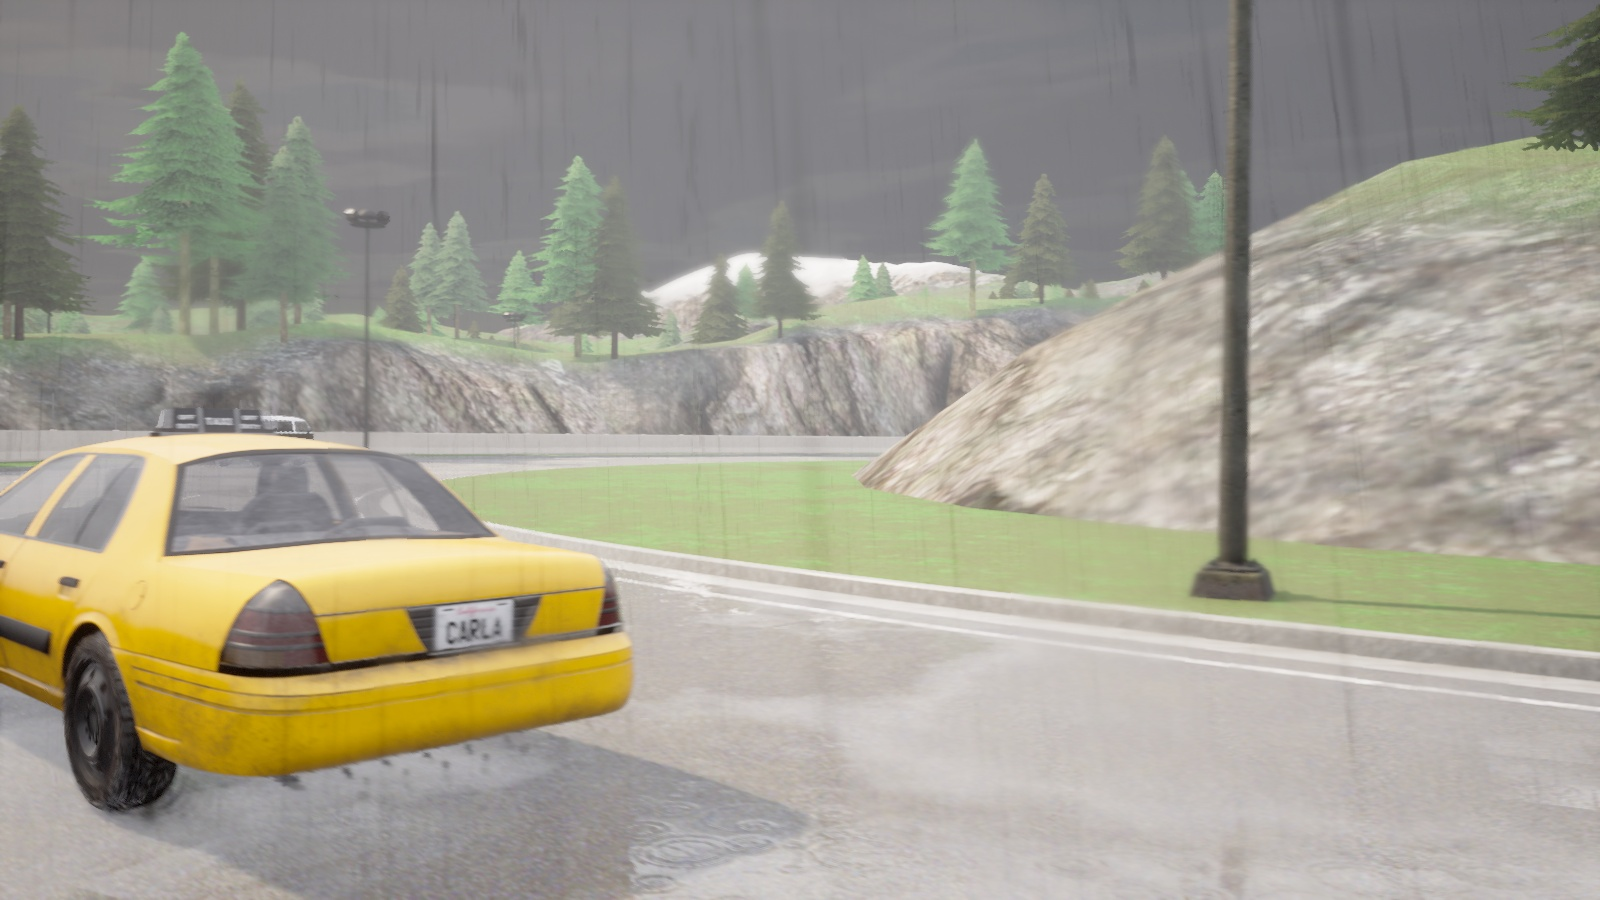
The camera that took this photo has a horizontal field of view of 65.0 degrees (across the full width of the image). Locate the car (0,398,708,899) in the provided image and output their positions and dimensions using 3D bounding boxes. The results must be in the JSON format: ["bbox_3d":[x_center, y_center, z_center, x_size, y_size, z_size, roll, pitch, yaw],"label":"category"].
[{"bbox_3d":[-2.961,0.616,6.242,5.366,1.575,1.801,0,1,43],"label":"car"}]

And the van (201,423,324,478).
[{"bbox_3d":[-21.146,-0.003,49.616,2.069,2.038,4.480,-1,1,15],"label":"van"}]
